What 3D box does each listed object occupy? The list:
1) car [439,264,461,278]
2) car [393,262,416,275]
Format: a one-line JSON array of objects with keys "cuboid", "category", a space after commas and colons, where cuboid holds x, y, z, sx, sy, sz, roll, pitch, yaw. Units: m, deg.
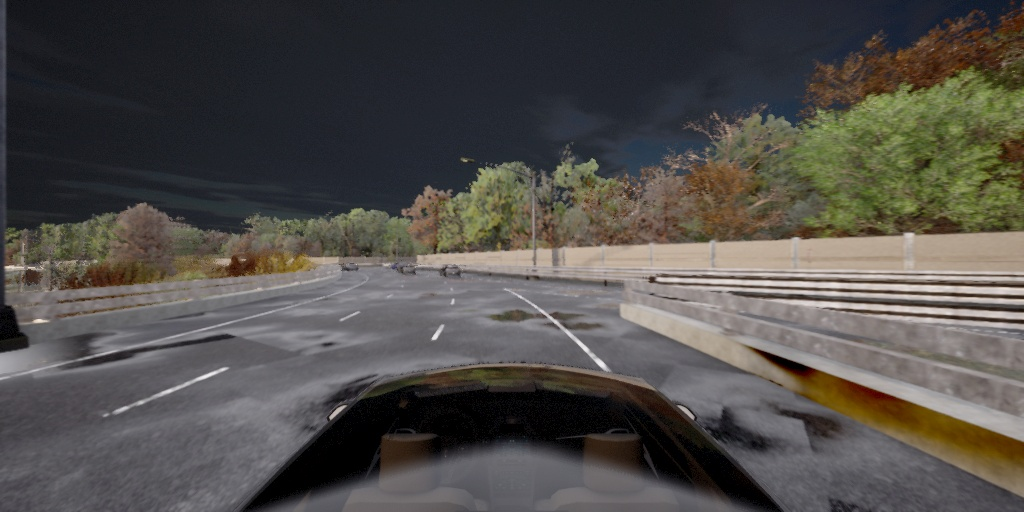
[{"cuboid": [-7.214, 1.699, 41.187, 2.128, 1.511, 4.902, 0, -1, -21], "category": "car"}, {"cuboid": [-14.688, 1.850, 49.888, 2.128, 1.511, 4.902, 0, -1, -26], "category": "car"}]
